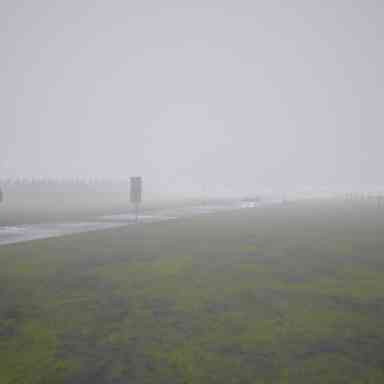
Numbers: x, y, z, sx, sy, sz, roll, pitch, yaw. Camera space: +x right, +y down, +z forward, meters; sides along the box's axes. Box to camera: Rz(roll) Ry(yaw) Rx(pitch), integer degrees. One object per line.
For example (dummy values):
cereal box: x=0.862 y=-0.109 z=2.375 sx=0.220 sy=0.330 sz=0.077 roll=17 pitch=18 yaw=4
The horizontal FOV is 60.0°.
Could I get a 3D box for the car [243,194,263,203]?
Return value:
car: x=9.975 y=0.951 z=54.105 sx=2.033 sy=1.411 sz=5.357 roll=0 pitch=1 yaw=30
